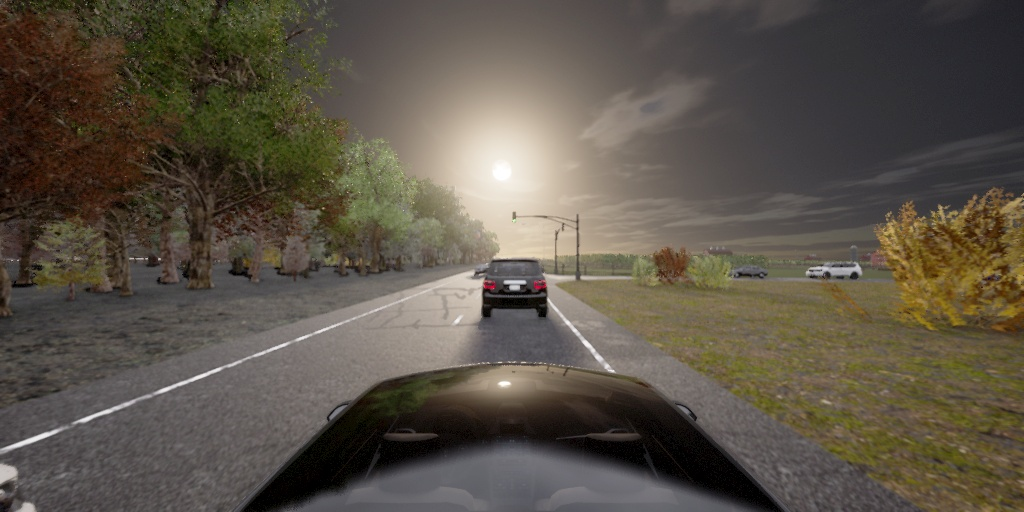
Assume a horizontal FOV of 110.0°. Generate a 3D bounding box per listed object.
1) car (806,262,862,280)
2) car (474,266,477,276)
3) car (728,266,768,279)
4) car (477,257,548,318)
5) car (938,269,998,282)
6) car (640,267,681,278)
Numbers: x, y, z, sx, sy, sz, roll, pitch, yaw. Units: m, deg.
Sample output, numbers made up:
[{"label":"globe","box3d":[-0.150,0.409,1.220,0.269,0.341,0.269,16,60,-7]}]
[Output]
[{"label":"car","box3d":[38.801,1.792,43.249,5.566,2.045,2.150,1,-1,0]},{"label":"car","box3d":[-3.453,1.646,43.224,2.033,1.411,5.357,0,0,0]},{"label":"car","box3d":[28.170,1.948,43.286,4.902,1.511,2.128,1,-1,0]},{"label":"car","box3d":[0.086,1.071,13.544,2.150,2.045,5.566,0,-1,0]},{"label":"car","box3d":[50.327,2.084,39.582,5.008,1.535,1.882,1,-1,1]},{"label":"car","box3d":[17.899,1.946,43.337,4.718,1.301,1.895,1,-1,1]}]
